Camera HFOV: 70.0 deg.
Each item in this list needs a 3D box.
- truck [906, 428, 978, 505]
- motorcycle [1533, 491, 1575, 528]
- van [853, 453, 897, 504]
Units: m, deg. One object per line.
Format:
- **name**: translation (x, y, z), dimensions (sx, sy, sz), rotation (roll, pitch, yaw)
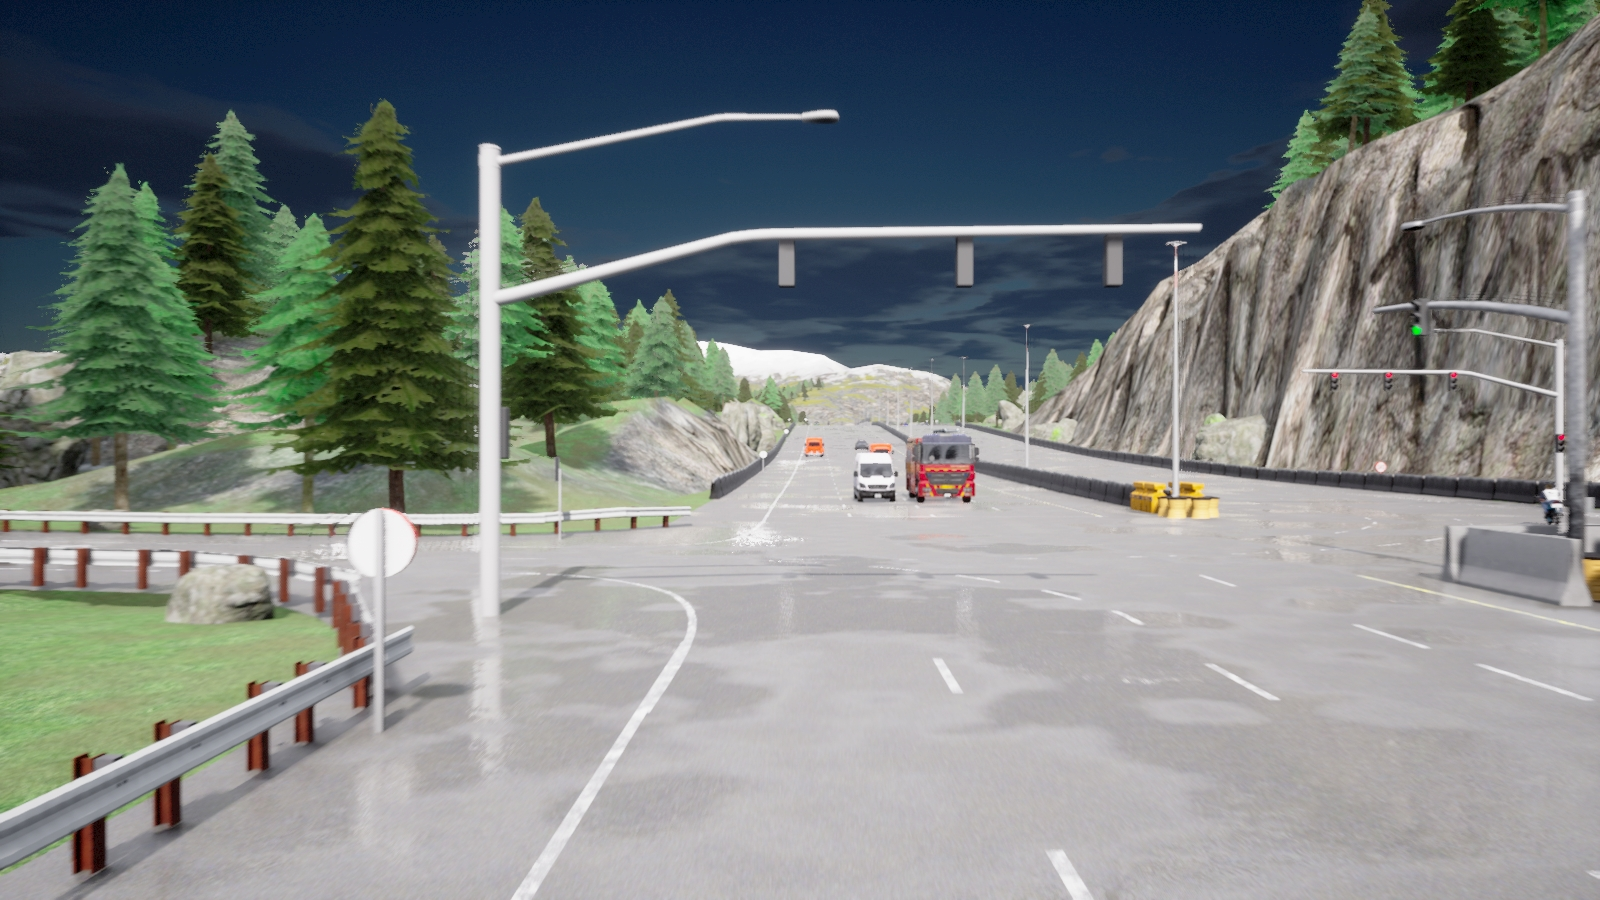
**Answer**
- **truck**: translation (7.496, 0.813, 61.371), dimensions (2.891, 3.827, 8.468), rotation (0, 0, 1)
- **motorcycle**: translation (27.431, 2.152, 41.592), dimensions (0.803, 1.217, 2.033), rotation (-5, -2, 23)
- **van**: translation (3.987, 1.457, 61.503), dimensions (1.988, 2.561, 5.915), rotation (0, 0, 0)
